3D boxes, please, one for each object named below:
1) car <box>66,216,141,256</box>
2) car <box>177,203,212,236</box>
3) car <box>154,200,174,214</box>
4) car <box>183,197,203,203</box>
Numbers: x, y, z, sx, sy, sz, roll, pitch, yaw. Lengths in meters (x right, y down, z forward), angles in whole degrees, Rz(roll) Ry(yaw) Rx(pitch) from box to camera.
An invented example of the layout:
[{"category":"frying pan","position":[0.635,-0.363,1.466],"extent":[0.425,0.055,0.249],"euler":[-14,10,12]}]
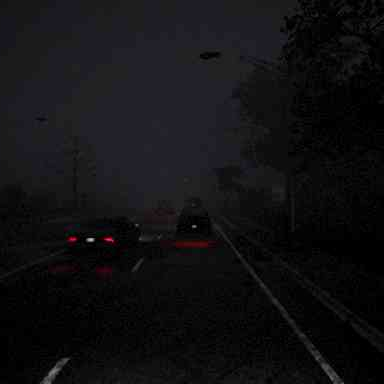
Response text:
[{"category":"car","position":[-3.393,1.675,13.653],"extent":[2.033,1.411,5.357],"euler":[0,-1,0]},{"category":"car","position":[0.121,1.661,19.727],"extent":[1.882,1.535,5.008],"euler":[0,-1,0]},{"category":"car","position":[-3.355,1.730,40.716],"extent":[2.097,1.767,4.553],"euler":[0,0,0]},{"category":"car","position":[0.143,1.587,39.440],"extent":[2.150,2.045,5.566],"euler":[0,-1,0]}]
